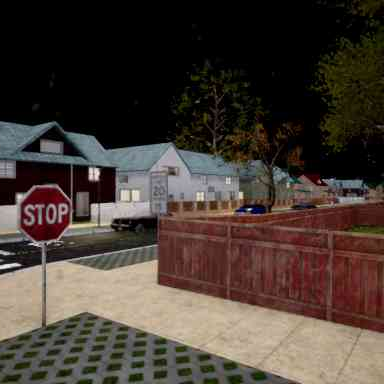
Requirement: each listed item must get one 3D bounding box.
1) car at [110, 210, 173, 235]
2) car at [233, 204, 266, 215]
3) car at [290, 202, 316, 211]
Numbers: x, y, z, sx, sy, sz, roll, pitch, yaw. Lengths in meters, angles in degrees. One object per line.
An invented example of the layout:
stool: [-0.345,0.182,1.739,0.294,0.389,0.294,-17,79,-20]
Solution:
car: [-2.653,1.760,20.212,1.895,1.301,4.718,0,-1,37]
car: [5.580,1.816,31.156,1.812,1.442,4.674,0,-1,37]
car: [14.366,1.973,42.753,2.033,1.411,5.357,0,0,37]
